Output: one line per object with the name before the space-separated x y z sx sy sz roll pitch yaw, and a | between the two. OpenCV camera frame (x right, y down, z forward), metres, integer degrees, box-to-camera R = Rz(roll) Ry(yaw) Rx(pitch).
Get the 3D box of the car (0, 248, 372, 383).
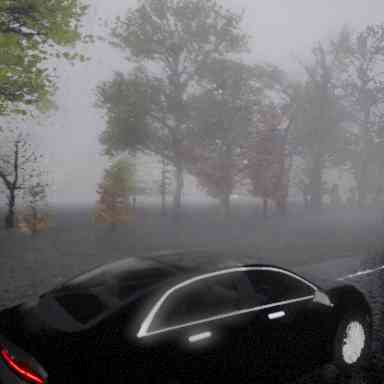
car | 0.332 1.479 4.107 4.892 1.490 1.837 0 0 -35
